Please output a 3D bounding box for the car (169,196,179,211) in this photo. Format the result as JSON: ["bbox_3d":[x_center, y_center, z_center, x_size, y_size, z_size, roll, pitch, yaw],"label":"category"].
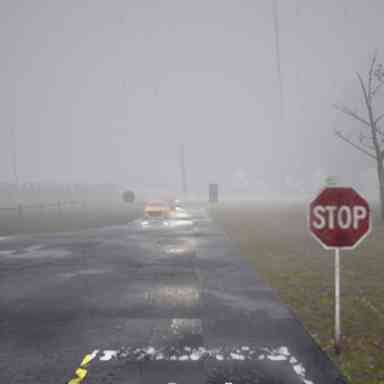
[{"bbox_3d":[-2.935,1.538,40.398,1.837,1.490,4.892,0,0,0],"label":"car"}]

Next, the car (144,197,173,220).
[{"bbox_3d":[-2.916,1.503,28.606,1.882,1.535,5.008,0,0,0],"label":"car"}]
